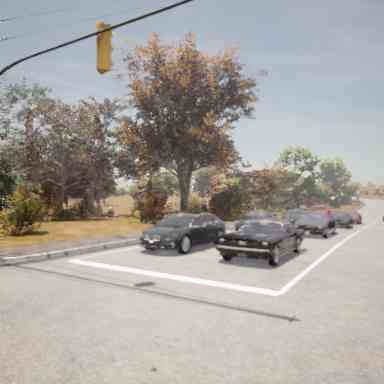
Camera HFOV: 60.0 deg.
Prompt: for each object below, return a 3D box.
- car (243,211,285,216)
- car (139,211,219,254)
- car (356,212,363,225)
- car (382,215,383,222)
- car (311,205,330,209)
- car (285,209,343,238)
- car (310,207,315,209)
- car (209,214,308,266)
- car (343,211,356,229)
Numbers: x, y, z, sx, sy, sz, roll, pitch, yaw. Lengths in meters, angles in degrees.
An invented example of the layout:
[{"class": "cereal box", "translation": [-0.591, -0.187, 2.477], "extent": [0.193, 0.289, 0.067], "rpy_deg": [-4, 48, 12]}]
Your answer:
[{"class": "car", "translation": [4.372, 1.931, 21.797], "extent": [1.994, 1.385, 4.181], "rpy_deg": [0, -2, 32]}, {"class": "car", "translation": [-0.238, 1.606, 14.175], "extent": [1.837, 1.490, 4.892], "rpy_deg": [0, -1, 31]}, {"class": "car", "translation": [18.012, 2.881, 37.583], "extent": [1.812, 1.442, 4.674], "rpy_deg": [0, -3, 31]}, {"class": "car", "translation": [29.054, 3.715, 48.827], "extent": [1.895, 1.301, 4.718], "rpy_deg": [0, -3, 31]}, {"class": "car", "translation": [15.122, 2.585, 39.551], "extent": [2.150, 2.045, 5.566], "rpy_deg": [0, -3, 32]}, {"class": "car", "translation": [7.657, 1.939, 20.492], "extent": [2.033, 1.411, 5.357], "rpy_deg": [0, -2, 31]}, {"class": "car", "translation": [9.576, 2.342, 30.439], "extent": [1.837, 1.490, 4.892], "rpy_deg": [0, -3, 31]}, {"class": "car", "translation": [2.671, 1.700, 12.224], "extent": [1.895, 1.301, 4.718], "rpy_deg": [0, -1, 31]}, {"class": "car", "translation": [12.796, 2.424, 29.013], "extent": [1.994, 1.385, 4.181], "rpy_deg": [0, -3, 31]}]
